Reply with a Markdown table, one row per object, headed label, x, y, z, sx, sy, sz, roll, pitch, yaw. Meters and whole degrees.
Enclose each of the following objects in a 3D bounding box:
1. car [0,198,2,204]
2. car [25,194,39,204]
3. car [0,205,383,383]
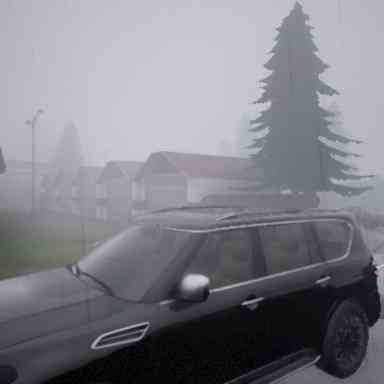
| label | x | y | z | sx | sy | sz | roll | pitch | yaw |
| --- | --- | --- | --- | --- | --- | --- | --- | --- | --- |
| car | -37.406 | 1.494 | 62.894 | 2.242 | 1.667 | 4.611 | 0 | 0 | -36 |
| car | -30.276 | 1.326 | 62.695 | 1.905 | 1.878 | 3.866 | 0 | 0 | -36 |
| car | 0.057 | 1.224 | 4.010 | 5.566 | 2.045 | 2.150 | 1 | 0 | -35 |
